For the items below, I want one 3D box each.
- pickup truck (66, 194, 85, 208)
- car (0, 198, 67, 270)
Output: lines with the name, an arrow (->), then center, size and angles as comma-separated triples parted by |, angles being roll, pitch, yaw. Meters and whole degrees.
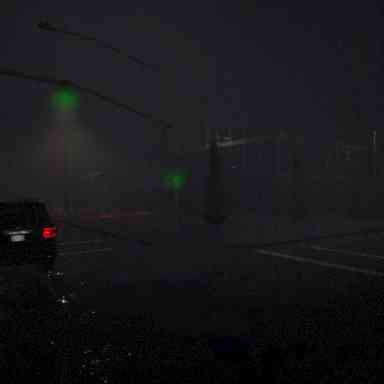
pickup truck -> -15.693, 1.093, 46.114 | 2.390, 2.098, 6.274 | 0, 0, -6
car -> -5.850, 1.226, 10.329 | 2.150, 2.045, 5.566 | 0, 0, -36
